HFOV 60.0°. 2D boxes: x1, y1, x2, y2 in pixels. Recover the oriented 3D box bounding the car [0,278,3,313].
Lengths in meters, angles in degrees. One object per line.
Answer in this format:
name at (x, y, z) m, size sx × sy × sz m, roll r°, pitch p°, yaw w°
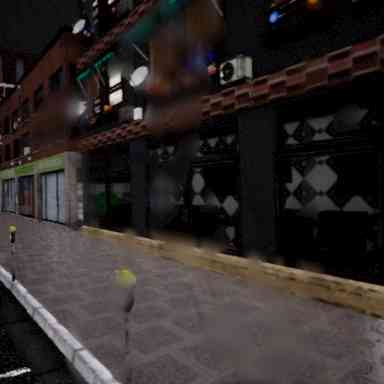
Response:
car at (-5.051, 1.520, 6.564) m, size 1.812 × 1.442 × 4.674 m, roll -1°, pitch 1°, yaw -38°
